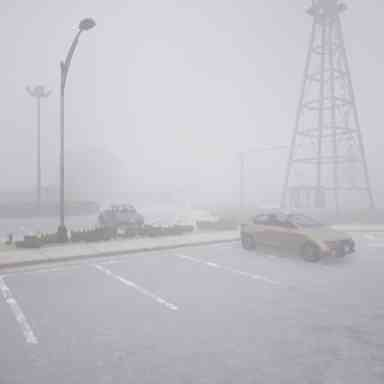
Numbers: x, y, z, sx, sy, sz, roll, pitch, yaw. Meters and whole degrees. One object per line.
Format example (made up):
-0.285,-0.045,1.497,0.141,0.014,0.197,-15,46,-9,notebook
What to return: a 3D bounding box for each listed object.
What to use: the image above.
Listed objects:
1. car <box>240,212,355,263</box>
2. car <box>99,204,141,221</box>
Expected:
3.640,1.501,12.076,1.816,1.474,4.193,0,0,-35,car
-4.746,1.516,21.905,1.784,1.438,3.905,0,0,-35,car
